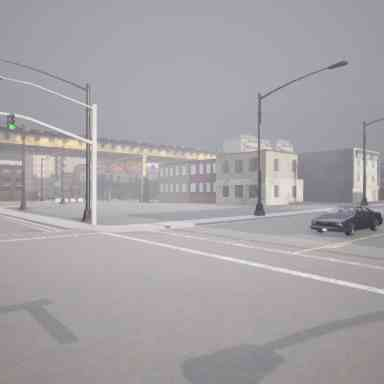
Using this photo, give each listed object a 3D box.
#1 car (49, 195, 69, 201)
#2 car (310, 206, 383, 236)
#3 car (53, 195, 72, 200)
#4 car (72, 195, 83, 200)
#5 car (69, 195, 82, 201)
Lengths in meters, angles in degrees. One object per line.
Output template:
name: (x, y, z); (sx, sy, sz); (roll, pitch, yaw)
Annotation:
car: (-33.407, 1.582, 85.759); (4.974, 1.542, 2.038); (0, 0, 21)
car: (8.748, 1.490, 18.523); (5.357, 1.411, 2.033); (-1, 0, -40)
car: (-33.455, 1.425, 85.777); (4.536, 1.218, 1.853); (0, 0, 21)
car: (-29.699, 1.432, 86.139); (1.853, 1.218, 4.536); (0, 0, -9)
car: (-29.690, 1.590, 86.088); (2.038, 1.542, 4.974); (0, 0, -9)
